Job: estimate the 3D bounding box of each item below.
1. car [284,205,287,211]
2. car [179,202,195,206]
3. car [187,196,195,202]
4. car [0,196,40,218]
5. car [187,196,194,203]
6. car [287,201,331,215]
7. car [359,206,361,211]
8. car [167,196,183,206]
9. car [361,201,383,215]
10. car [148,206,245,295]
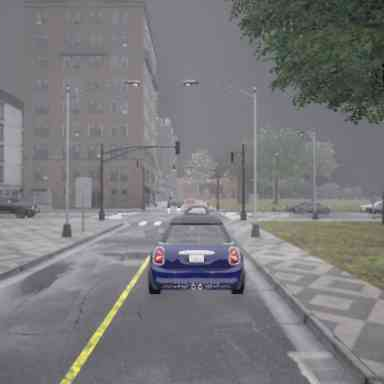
[{"bbox_3d":[13.791,1.836,40.776,4.902,1.511,2.128,0,-1,0],"label":"car"},{"bbox_3d":[0.390,1.681,22.940,1.812,1.442,4.674,0,0,5],"label":"car"},{"bbox_3d":[-0.405,2.055,84.803,2.097,1.767,4.553,0,-1,0],"label":"car"},{"bbox_3d":[-17.120,1.376,30.757,5.566,2.045,2.150,0,-1,0],"label":"car"},{"bbox_3d":[-0.431,2.037,95.083,2.150,2.045,5.566,0,-1,0],"label":"car"},{"bbox_3d":[13.374,1.853,37.513,4.181,1.385,1.994,0,-1,-1],"label":"car"},{"bbox_3d":[22.952,1.880,40.800,4.674,1.442,1.812,0,-1,0],"label":"car"},{"bbox_3d":[-2.953,1.631,55.361,2.150,2.045,5.566,0,-1,-2],"label":"car"},{"bbox_3d":[22.612,1.846,37.545,5.357,1.411,2.033,0,-1,0],"label":"car"},{"bbox_3d":[0.097,1.411,9.002,2.097,1.767,4.553,0,0,0],"label":"car"}]
